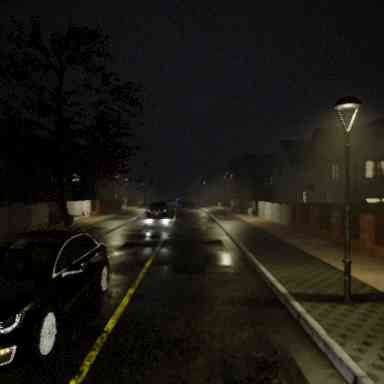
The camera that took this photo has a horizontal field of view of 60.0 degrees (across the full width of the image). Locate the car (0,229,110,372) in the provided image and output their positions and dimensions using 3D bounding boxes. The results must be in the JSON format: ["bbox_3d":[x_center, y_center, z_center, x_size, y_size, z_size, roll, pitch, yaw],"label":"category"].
[{"bbox_3d":[-2.826,1.509,5.955,1.837,1.490,4.892,0,0,0],"label":"car"}]

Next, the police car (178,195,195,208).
[{"bbox_3d":[-0.692,1.607,52.620,1.930,1.638,5.238,0,0,-5],"label":"police car"}]

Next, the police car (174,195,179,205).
[{"bbox_3d":[-1.710,1.697,62.633,1.930,1.638,5.238,0,-1,-7],"label":"police car"}]

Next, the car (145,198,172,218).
[{"bbox_3d":[-3.078,1.588,30.559,1.812,1.442,4.674,0,0,-2],"label":"car"}]

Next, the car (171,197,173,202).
[{"bbox_3d":[-2.436,1.557,68.550,2.150,2.045,5.566,0,-1,-7],"label":"car"}]

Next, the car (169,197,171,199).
[{"bbox_3d":[-6.028,2.034,86.460,1.895,1.301,4.718,0,-1,-11],"label":"car"}]
